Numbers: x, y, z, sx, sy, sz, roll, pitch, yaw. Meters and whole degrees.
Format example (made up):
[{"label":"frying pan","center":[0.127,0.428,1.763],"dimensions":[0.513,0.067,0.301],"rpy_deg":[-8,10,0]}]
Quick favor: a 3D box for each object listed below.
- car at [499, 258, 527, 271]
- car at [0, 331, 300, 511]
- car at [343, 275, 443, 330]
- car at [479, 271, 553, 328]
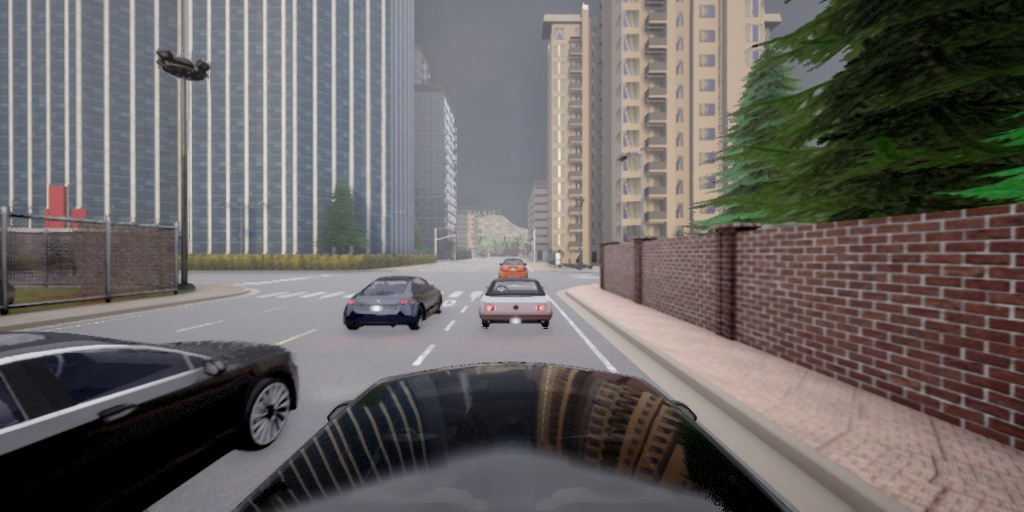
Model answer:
[{"label":"car","center":[0.090,0.961,27.746],"dimensions":[2.097,1.767,4.553],"rpy_deg":[0,0,0]},{"label":"car","center":[-3.403,1.240,2.262],"dimensions":[2.128,1.511,4.902],"rpy_deg":[0,0,0]},{"label":"car","center":[-3.403,1.283,11.013],"dimensions":[1.994,1.385,4.181],"rpy_deg":[0,0,0]},{"label":"car","center":[0.103,1.319,11.148],"dimensions":[1.895,1.301,4.718],"rpy_deg":[0,0,0]}]
